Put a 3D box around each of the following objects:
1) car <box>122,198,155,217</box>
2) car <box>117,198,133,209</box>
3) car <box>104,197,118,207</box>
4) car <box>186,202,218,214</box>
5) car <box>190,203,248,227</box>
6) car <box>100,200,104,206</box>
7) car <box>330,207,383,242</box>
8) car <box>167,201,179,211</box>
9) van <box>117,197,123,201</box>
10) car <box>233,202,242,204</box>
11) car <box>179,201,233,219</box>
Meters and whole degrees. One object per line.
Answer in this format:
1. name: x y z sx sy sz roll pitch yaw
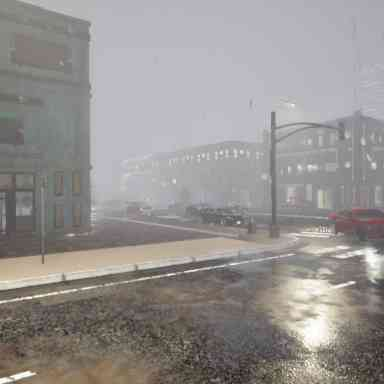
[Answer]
1. car: -5.702 1.846 36.757 1.967 1.590 4.097 -1 0 -35
2. car: -7.743 1.940 44.329 1.882 1.535 5.008 -1 0 -34
3. car: -14.501 1.939 64.305 2.192 1.841 5.009 -1 0 -35
4. car: 1.202 1.903 41.512 1.802 1.307 4.206 -1 0 -35
5. car: 2.071 1.814 25.260 1.947 1.339 4.313 -1 0 -35
6. car: -17.635 2.227 68.864 1.887 1.381 4.507 -1 0 -35
7. car: 8.504 1.501 16.448 1.882 1.535 5.008 0 -1 2
8. car: -1.937 1.965 46.071 1.802 1.307 4.206 -1 0 -35
9. van: -11.361 1.906 59.747 1.690 1.788 3.998 -1 0 -35
10. car: 4.341 1.809 36.953 2.008 1.369 4.403 -2 0 -35
11. car: 1.185 1.775 31.355 2.128 1.511 4.902 -1 0 -34
